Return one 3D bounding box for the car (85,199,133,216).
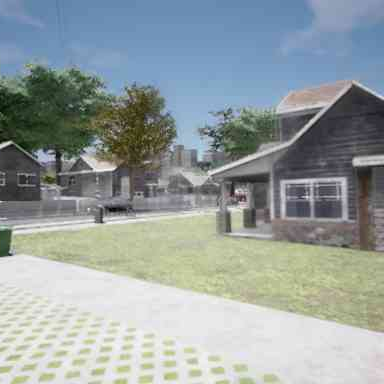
[{"bbox_3d":[-7.740,1.410,31.482,2.128,1.511,4.902,-2,-1,36],"label":"car"}]

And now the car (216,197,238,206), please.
[{"bbox_3d":[5.330,1.383,49.892,1.994,1.385,4.181,-2,-1,34],"label":"car"}]
